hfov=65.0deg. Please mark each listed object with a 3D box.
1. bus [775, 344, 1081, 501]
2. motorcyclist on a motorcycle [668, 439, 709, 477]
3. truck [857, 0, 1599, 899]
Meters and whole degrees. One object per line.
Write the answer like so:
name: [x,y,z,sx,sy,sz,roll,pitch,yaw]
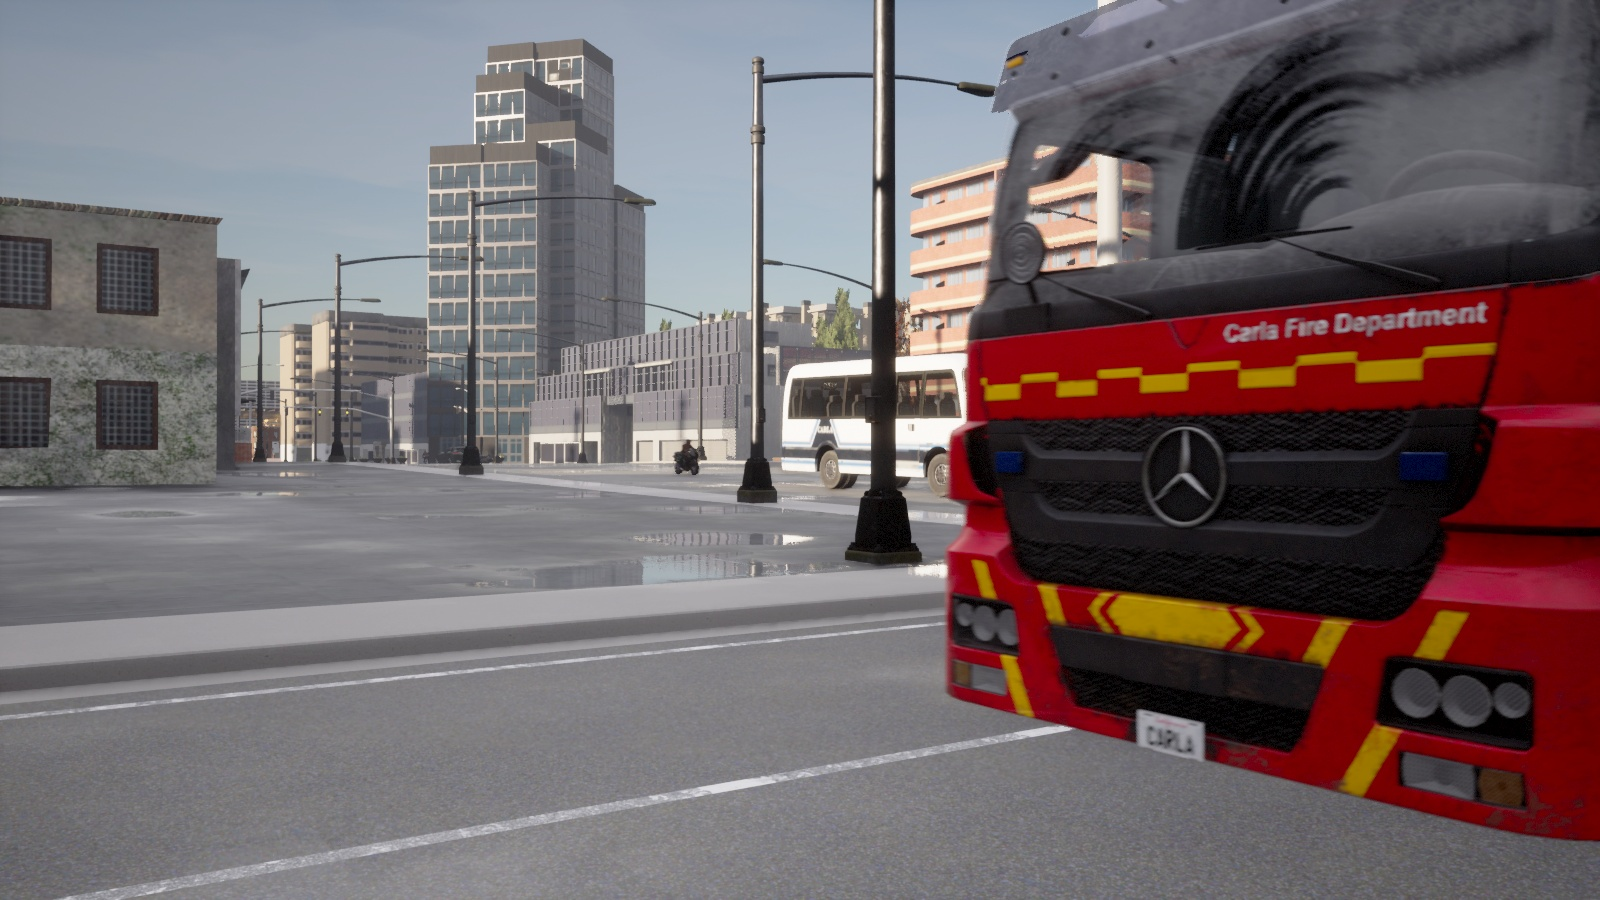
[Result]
bus: [3.641,-0.822,39.568,3.944,4.253,10.273,0,1,-34]
motorcyclist on a motorcycle: [-4.645,0.323,51.995,0.797,1.523,2.044,0,1,-34]
truck: [4.558,-0.413,6.836,8.468,3.827,2.891,0,0,-35]
